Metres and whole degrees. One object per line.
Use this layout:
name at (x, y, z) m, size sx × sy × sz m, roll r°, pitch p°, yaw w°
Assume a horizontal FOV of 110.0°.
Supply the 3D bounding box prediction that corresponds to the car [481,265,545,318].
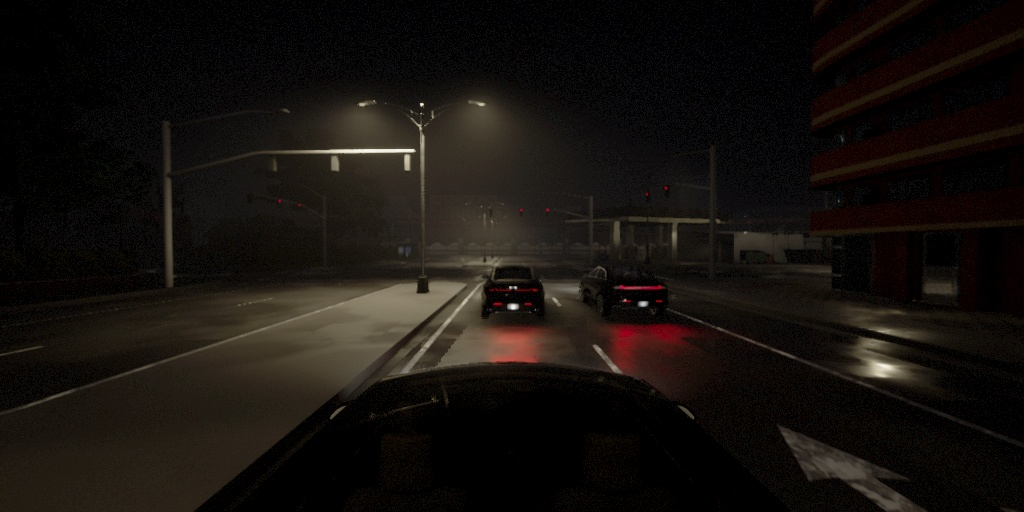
car at (0.033, 1.048, 11.952) m, size 1.837 × 1.490 × 4.892 m, roll 0°, pitch 1°, yaw 0°

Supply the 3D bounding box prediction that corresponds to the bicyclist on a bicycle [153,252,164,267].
bicyclist on a bicycle at (-38.455, 0.332, 39.201) m, size 0.582 × 1.620 × 1.656 m, roll 0°, pitch 1°, yaw -1°

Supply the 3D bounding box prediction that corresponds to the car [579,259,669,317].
car at (3.534, 1.029, 12.074) m, size 2.128 × 1.511 × 4.902 m, roll 0°, pitch 1°, yaw 0°
